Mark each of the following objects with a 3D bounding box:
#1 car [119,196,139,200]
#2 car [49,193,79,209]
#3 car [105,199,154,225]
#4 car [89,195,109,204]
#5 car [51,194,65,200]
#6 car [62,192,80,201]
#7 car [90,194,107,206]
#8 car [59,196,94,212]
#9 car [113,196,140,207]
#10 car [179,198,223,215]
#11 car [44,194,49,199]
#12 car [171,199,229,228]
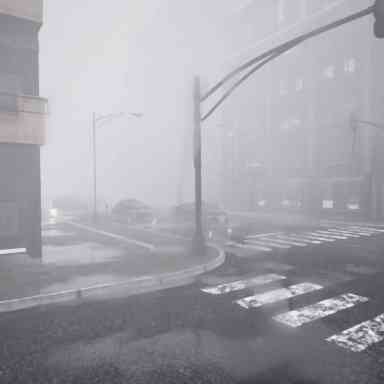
[{"bbox_3d":[-5.467,1.374,30.545,1.882,1.535,5.008,-1,1,-35],"label":"car"},{"bbox_3d":[-15.895,1.312,41.059,1.967,1.590,4.097,-1,1,-35],"label":"car"},{"bbox_3d":[-4.391,1.509,24.221,1.887,1.381,4.507,-1,1,-35],"label":"car"},{"bbox_3d":[-15.574,1.216,55.314,1.752,1.417,4.829,-1,1,-35],"label":"car"},{"bbox_3d":[-31.652,1.123,78.534,2.008,1.369,4.403,-1,1,-35],"label":"car"},{"bbox_3d":[-25.184,0.934,69.188,2.192,1.841,5.009,-1,1,-35],"label":"car"},{"bbox_3d":[-14.157,1.111,48.627,2.097,1.767,4.553,-1,1,-34],"label":"car"},{"bbox_3d":[-12.659,1.448,36.388,2.008,1.369,4.403,-1,1,-35],"label":"car"},{"bbox_3d":[-9.104,1.265,45.971,1.752,1.417,4.829,-1,1,-35],"label":"car"},{"bbox_3d":[0.781,1.359,31.879,1.887,1.381,4.507,-1,1,-35],"label":"car"},{"bbox_3d":[-34.984,1.074,83.345,1.752,1.417,4.829,-1,1,-35],"label":"car"},{"bbox_3d":[0.419,1.434,22.043,2.128,1.511,4.902,-1,1,-35],"label":"car"}]
